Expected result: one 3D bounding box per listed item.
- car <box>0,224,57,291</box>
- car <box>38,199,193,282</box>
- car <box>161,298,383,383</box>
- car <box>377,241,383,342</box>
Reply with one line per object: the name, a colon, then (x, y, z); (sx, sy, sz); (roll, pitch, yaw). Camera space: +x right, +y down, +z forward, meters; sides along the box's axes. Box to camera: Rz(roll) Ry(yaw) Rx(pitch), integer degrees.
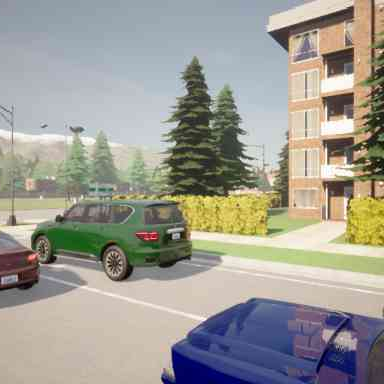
car: (-5.385, 1.526, 7.779); (4.674, 1.442, 1.812); (0, 0, 36)
car: (-2.580, 1.221, 10.071); (5.566, 2.045, 2.150); (0, 0, 36)
car: (2.054, 1.601, 2.531); (4.718, 1.301, 1.895); (0, 0, 35)
car: (5.091, 1.564, 4.665); (4.181, 1.385, 1.994); (0, 0, 35)
